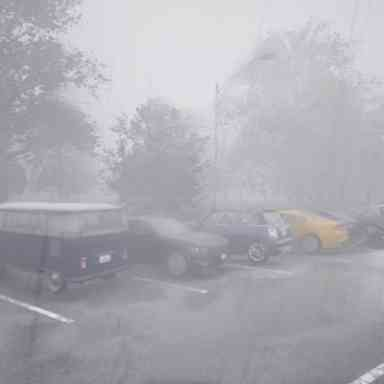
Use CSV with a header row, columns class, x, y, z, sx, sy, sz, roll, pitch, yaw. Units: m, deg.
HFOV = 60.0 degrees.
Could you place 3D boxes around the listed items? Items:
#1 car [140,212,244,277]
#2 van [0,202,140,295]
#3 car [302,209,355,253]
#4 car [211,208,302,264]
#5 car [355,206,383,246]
class,x,y,z,sx,sy,sz,roll,pitch,yaw
car,-1.196,1.487,10.338,5.008,1.535,2.097,-1,-1,35
van,-3.725,1.260,8.683,4.442,1.987,1.878,-1,-1,35
car,3.686,1.494,13.716,5.008,1.535,2.097,-1,-1,35
car,1.263,1.364,12.008,4.553,1.767,2.185,-1,-1,35
car,6.159,1.528,15.386,4.792,1.488,2.163,-1,-1,36
